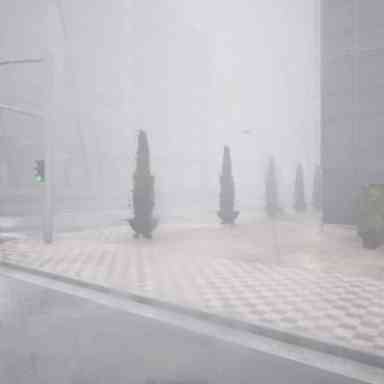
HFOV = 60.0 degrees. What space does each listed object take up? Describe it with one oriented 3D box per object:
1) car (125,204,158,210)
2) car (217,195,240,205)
[{"bbox_3d":[-6.089,1.522,40.309,1.994,1.385,4.181,0,0,36],"label":"car"},{"bbox_3d":[5.937,1.537,56.776,1.994,1.385,4.181,0,0,36],"label":"car"}]
